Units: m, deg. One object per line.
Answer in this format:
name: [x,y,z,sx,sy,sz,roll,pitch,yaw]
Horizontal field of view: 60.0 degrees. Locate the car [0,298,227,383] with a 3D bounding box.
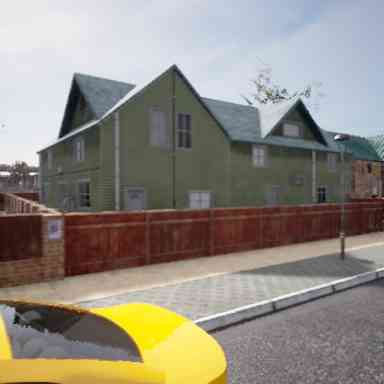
car: [-2.040,1.478,1.592,5.008,1.535,1.882,0,0,-35]
